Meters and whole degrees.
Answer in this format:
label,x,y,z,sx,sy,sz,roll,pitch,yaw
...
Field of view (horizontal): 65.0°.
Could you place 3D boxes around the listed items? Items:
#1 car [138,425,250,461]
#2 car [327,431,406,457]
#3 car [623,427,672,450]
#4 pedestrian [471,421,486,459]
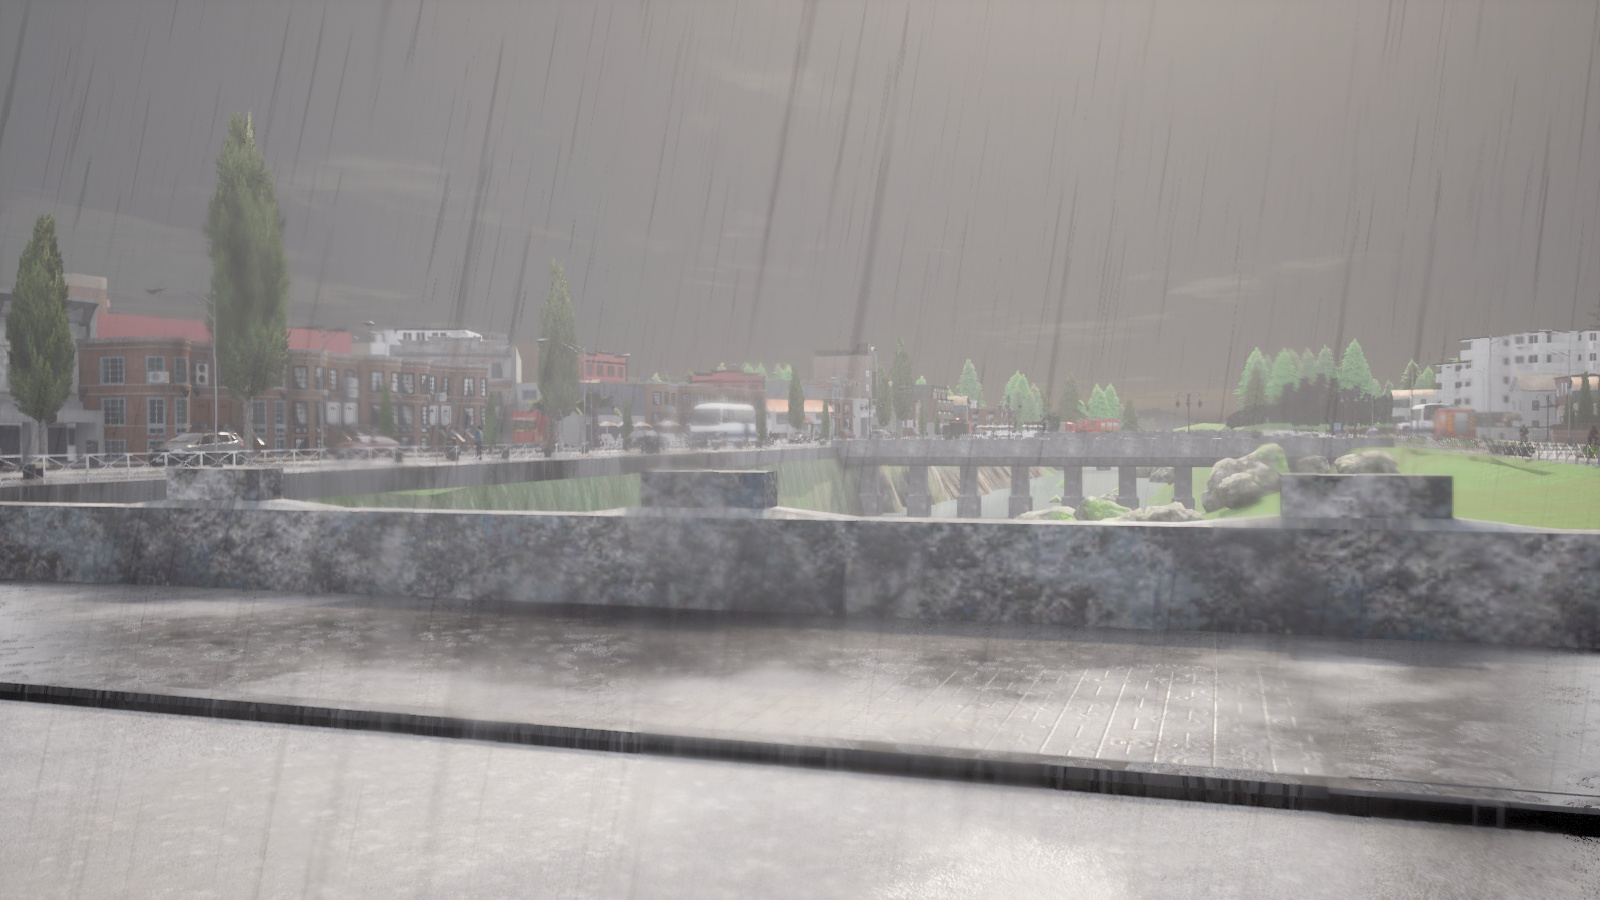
label,x,y,z,sx,sy,sz,roll,pitch,yaw
car,-29.015,-0.353,60.257,2.242,1.667,4.611,0,1,19
car,-24.930,-0.351,72.417,1.812,1.442,4.674,0,1,19
car,-11.922,-0.892,98.571,2.097,1.767,4.553,0,1,19
pedestrian,-16.449,-0.516,64.274,0.396,1.930,0.692,1,1,23
